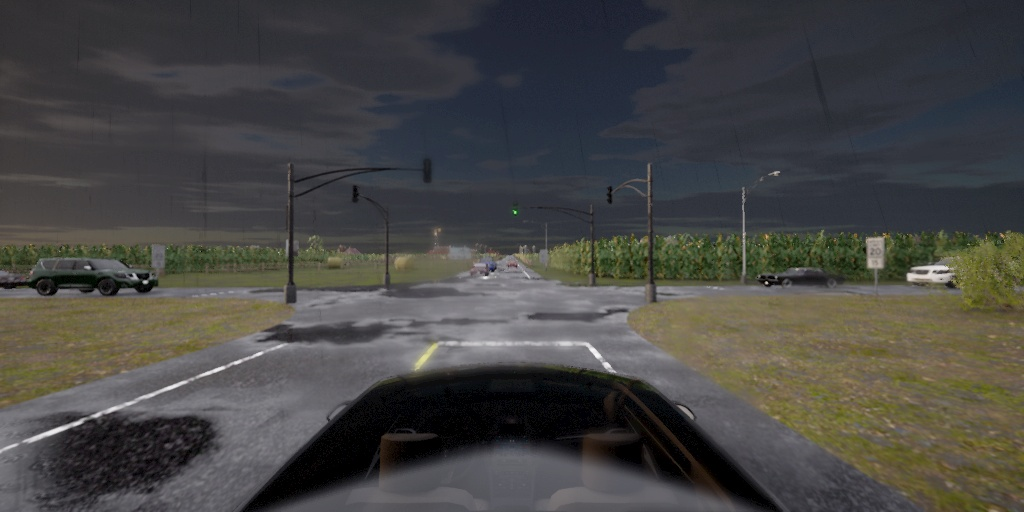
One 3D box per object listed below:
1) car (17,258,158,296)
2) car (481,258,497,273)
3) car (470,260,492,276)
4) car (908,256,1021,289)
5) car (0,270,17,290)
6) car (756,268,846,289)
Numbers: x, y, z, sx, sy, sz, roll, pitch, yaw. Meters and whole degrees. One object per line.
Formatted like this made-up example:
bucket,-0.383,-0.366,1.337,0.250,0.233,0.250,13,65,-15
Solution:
car,-23.361,1.132,20.133,5.566,2.045,2.150,0,-1,0
car,-3.559,1.257,50.737,2.150,2.045,5.566,0,0,0
car,-3.577,1.511,40.784,1.812,1.442,4.674,0,0,0
car,29.499,1.026,23.478,5.566,2.045,2.150,0,-1,-1
car,-34.686,1.517,23.015,5.357,1.411,2.033,0,-1,0
car,18.741,1.438,23.404,4.718,1.301,1.895,0,-1,-3
